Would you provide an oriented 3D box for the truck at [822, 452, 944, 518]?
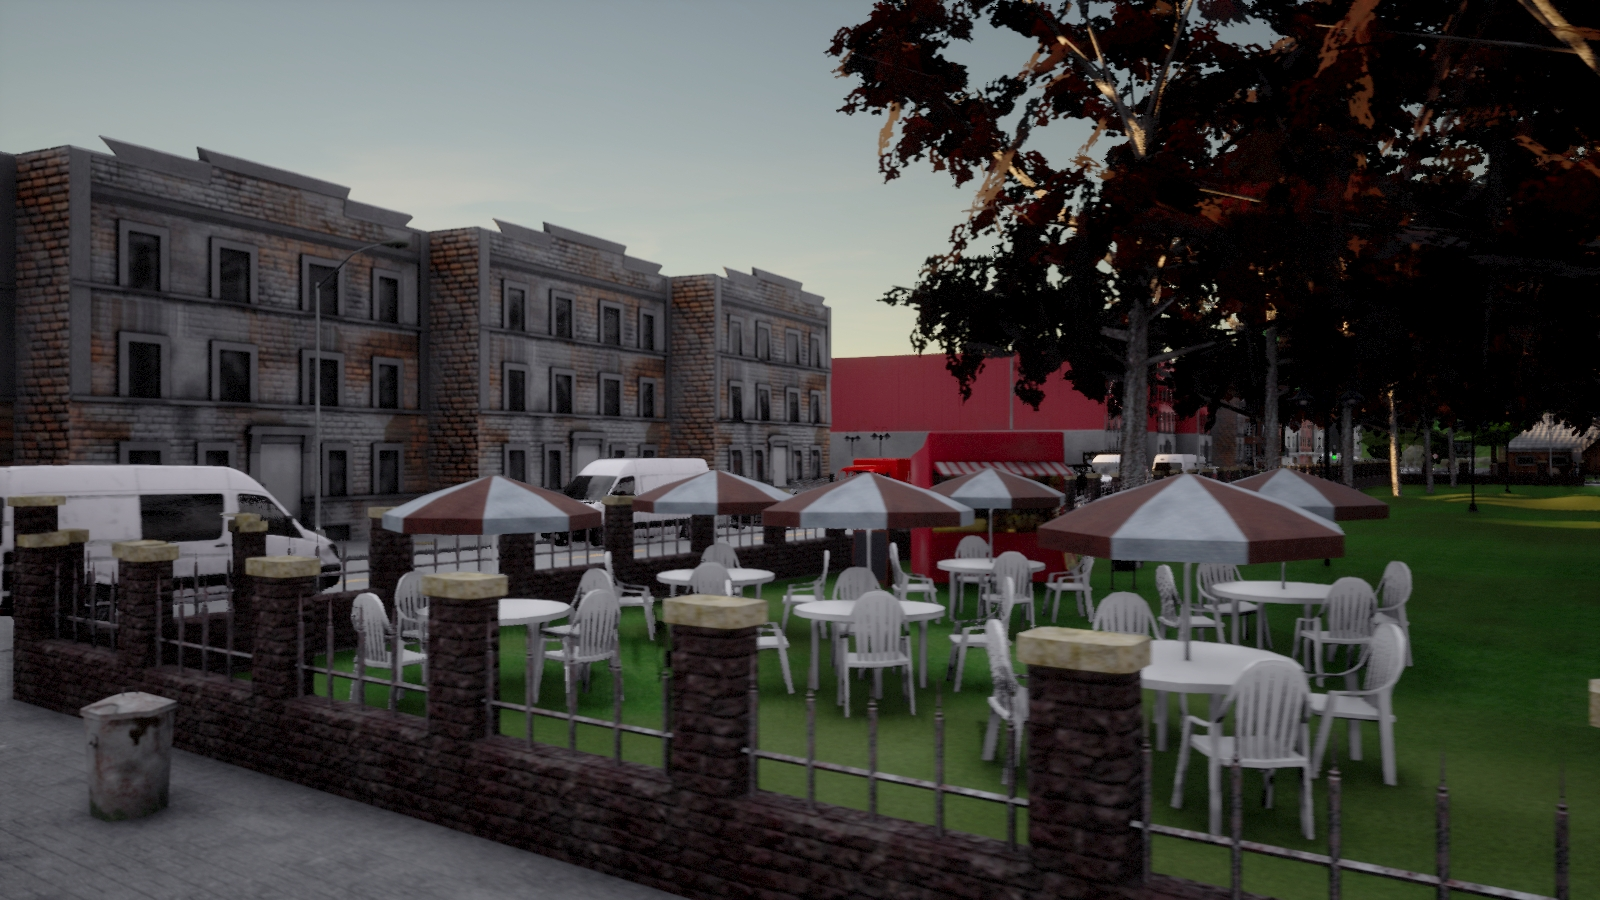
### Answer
[{"bbox_3d":[3.451,1.345,46.522,2.627,2.467,5.204,0,0,35],"label":"truck"}]

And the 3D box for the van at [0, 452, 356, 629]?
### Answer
[{"bbox_3d":[-10.758,1.313,19.492,1.988,2.561,5.915,0,0,32],"label":"van"}]

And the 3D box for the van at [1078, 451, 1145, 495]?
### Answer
[{"bbox_3d":[18.707,1.314,68.339,1.988,2.561,5.915,0,0,35],"label":"van"}]

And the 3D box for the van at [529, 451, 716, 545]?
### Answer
[{"bbox_3d":[-5.156,1.315,34.220,1.988,2.561,5.915,0,0,35],"label":"van"}]

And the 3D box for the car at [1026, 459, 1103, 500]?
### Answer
[{"bbox_3d":[14.423,1.559,62.161,2.150,2.045,5.566,0,0,35],"label":"car"}]

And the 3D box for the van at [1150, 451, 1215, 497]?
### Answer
[{"bbox_3d":[22.335,1.314,66.549,1.988,2.561,5.915,0,0,35],"label":"van"}]
